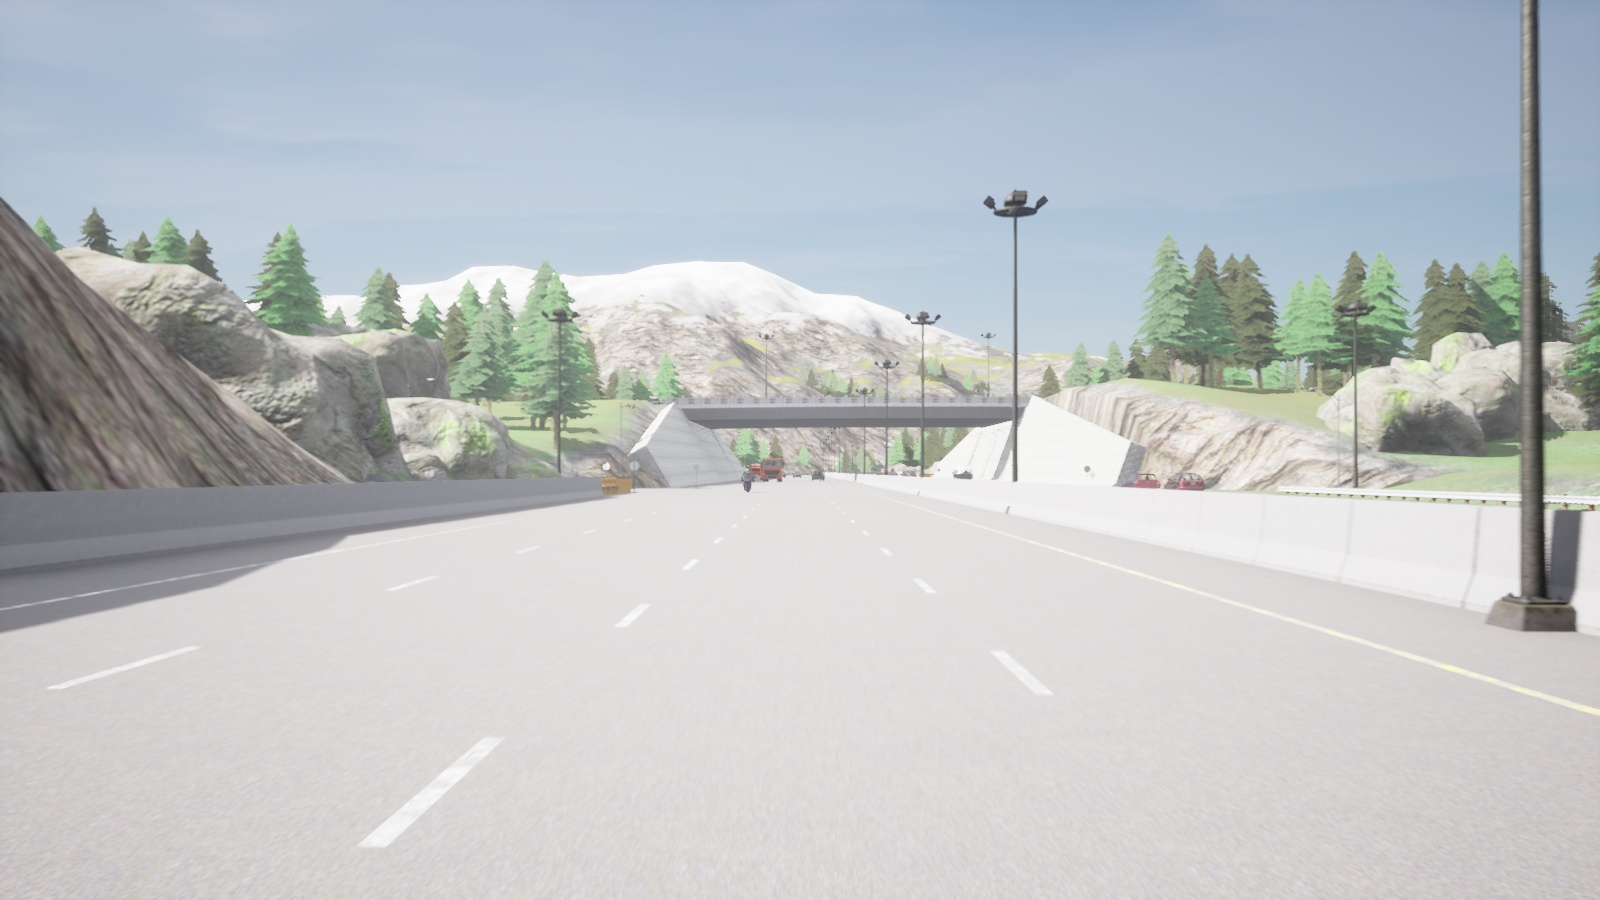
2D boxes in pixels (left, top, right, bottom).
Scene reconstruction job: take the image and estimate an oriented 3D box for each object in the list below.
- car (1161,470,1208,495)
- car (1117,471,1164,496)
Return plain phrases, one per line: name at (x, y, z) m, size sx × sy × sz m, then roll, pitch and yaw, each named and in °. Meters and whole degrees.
car at (24.303, 2.022, 79.522) m, size 1.789 × 1.549 × 3.705 m, roll 0°, pitch -1°, yaw 0°
car at (20.810, 2.027, 76.869) m, size 1.845 × 1.501 × 3.633 m, roll 0°, pitch -1°, yaw 0°
